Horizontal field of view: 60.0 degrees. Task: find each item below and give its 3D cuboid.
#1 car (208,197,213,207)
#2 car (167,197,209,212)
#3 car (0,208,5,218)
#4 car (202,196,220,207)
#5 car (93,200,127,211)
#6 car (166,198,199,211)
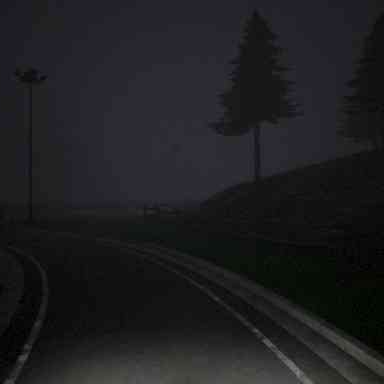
[{"bbox_3d":[0.318,2.015,53.896,5.357,1.411,2.033,0,-1,-40],"label":"car"},{"bbox_3d":[-0.501,1.863,44.001,5.008,1.535,1.882,0,-1,-40],"label":"car"},{"bbox_3d":[-18.770,1.844,28.386,4.892,1.490,1.837,0,-1,-41],"label":"car"},{"bbox_3d":[2.613,1.737,60.392,5.566,2.045,2.150,1,-1,-40],"label":"car"},{"bbox_3d":[-11.846,1.981,48.118,4.892,1.490,1.837,0,-1,-41],"label":"car"},{"bbox_3d":[-1.326,1.775,47.898,4.553,1.767,2.097,0,-1,-40],"label":"car"}]
